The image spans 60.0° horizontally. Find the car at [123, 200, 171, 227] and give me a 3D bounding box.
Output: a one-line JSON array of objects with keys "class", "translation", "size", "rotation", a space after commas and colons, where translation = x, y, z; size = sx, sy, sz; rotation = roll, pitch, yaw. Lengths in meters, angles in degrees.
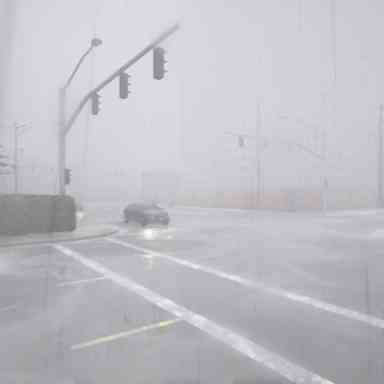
[{"class": "car", "translation": [-3.233, 1.507, 22.968], "size": [1.837, 1.490, 4.892], "rotation": [0, 0, -33]}]

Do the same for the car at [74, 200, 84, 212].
[{"class": "car", "translation": [-13.905, 1.566, 38.194], "size": [1.994, 1.385, 4.181], "rotation": [0, 0, -35]}]
